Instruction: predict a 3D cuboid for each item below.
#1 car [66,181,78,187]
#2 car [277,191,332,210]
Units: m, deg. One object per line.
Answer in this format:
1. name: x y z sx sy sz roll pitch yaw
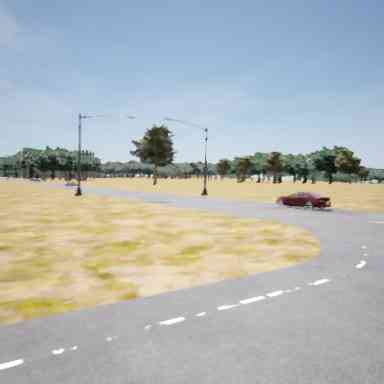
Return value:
1. car: -28.737 -1.882 79.430 1.994 1.385 4.181 0 2 -33
2. car: 9.786 0.688 29.420 1.882 1.535 5.008 0 2 -34
